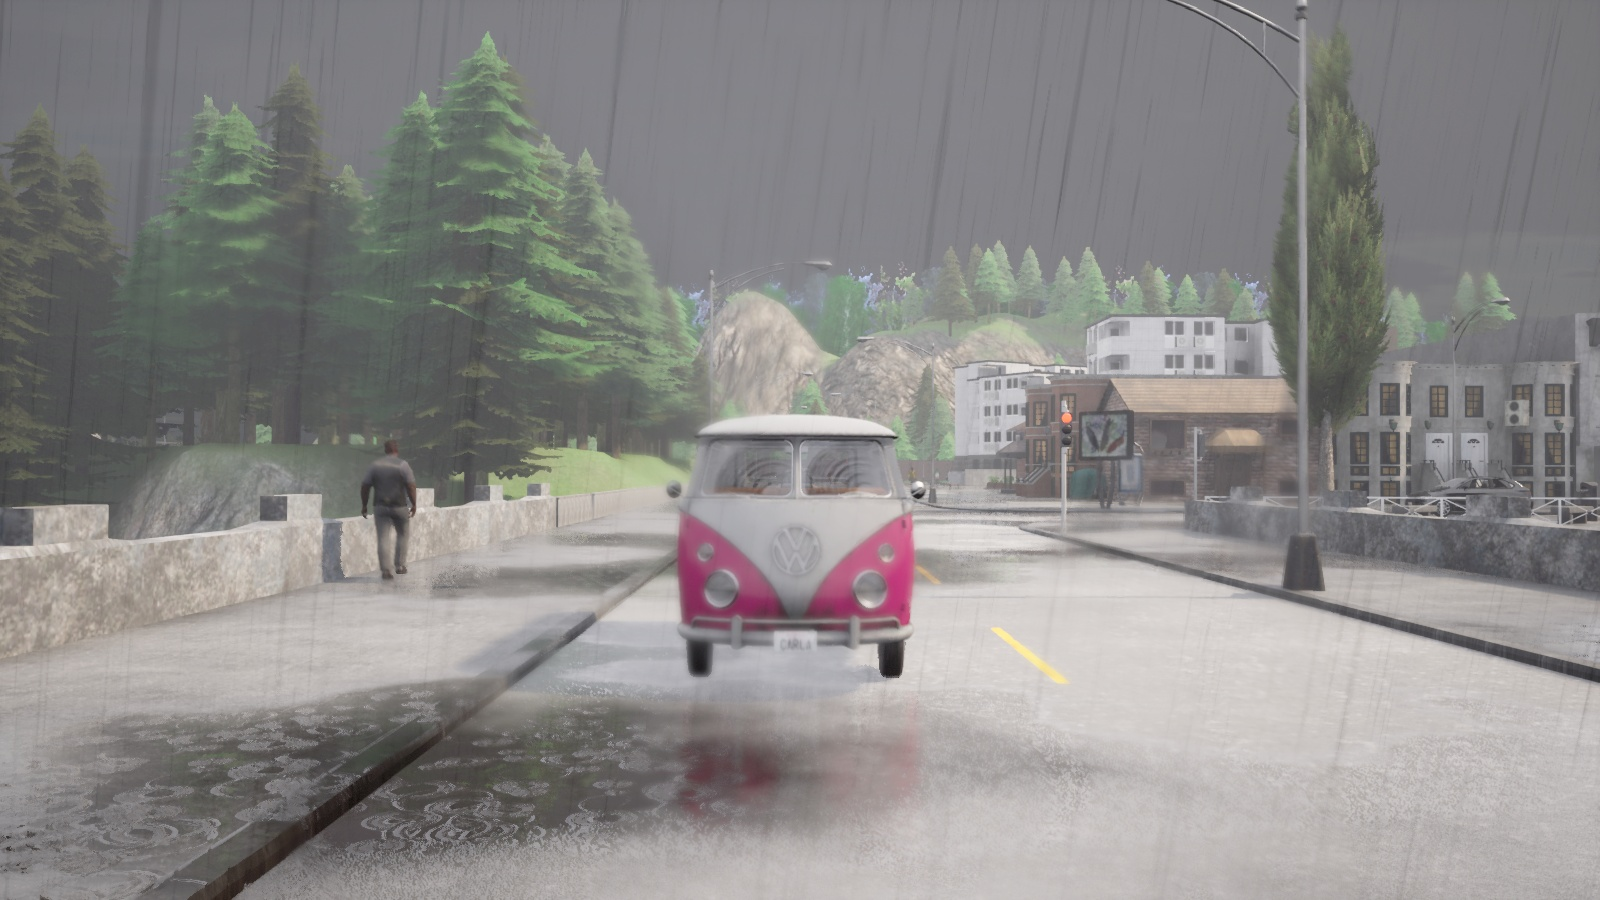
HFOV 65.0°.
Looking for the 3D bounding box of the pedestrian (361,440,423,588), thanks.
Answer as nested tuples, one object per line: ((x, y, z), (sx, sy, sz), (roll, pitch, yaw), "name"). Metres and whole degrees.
((-5.311, 0.820, 16.379), (0.563, 1.883, 0.849), (0, -1, -3), "pedestrian")

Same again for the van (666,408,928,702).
((-0.028, 0.748, 10.761), (1.775, 1.987, 4.442), (0, -1, 0), "van")

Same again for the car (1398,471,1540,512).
((24.318, 1.497, 45.737), (4.193, 1.474, 1.816), (0, -1, 0), "car")
